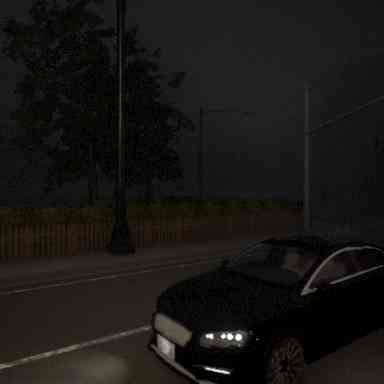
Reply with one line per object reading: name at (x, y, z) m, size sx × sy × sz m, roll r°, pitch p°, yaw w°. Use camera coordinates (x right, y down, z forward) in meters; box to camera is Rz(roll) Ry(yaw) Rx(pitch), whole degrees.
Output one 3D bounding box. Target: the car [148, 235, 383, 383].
car at (1.699, 1.491, 5.201) m, size 4.902 × 1.511 × 2.128 m, roll 0°, pitch 0°, yaw -35°
